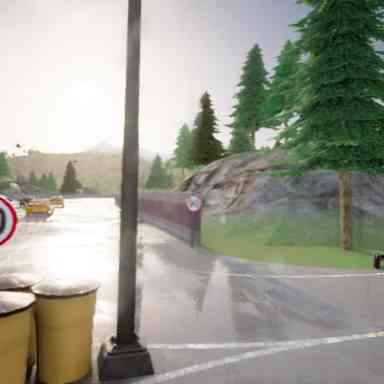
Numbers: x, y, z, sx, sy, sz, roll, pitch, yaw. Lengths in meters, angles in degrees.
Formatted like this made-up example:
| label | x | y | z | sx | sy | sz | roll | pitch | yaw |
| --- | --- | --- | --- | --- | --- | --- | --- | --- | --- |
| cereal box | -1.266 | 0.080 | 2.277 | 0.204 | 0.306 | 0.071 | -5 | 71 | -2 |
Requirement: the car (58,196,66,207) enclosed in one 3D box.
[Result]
| label | x | y | z | sx | sy | sz | roll | pitch | yaw |
| --- | --- | --- | --- | --- | --- | --- | --- | --- | --- |
| car | -19.153 | 1.322 | 47.570 | 1.882 | 1.535 | 5.008 | 2 | 0 | -17 |

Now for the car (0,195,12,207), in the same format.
| label | x | y | z | sx | sy | sz | roll | pitch | yaw |
| --- | --- | --- | --- | --- | --- | --- | --- | --- | --- |
| car | -25.406 | 1.161 | 44.073 | 1.837 | 1.490 | 4.892 | 2 | 0 | -17 |

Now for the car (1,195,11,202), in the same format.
| label | x | y | z | sx | sy | sz | roll | pitch | yaw |
| --- | --- | --- | --- | --- | --- | --- | --- | --- | --- |
| car | -16.743 | 1.273 | 28.299 | 1.837 | 1.490 | 4.892 | 2 | 0 | -18 |

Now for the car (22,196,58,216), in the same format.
| label | x | y | z | sx | sy | sz | roll | pitch | yaw |
| --- | --- | --- | --- | --- | --- | --- | --- | --- | --- |
| car | -13.660 | 1.339 | 30.155 | 1.882 | 1.535 | 5.008 | 2 | 0 | -18 |

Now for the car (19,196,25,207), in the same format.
| label | x | y | z | sx | sy | sz | roll | pitch | yaw |
| --- | --- | --- | --- | --- | --- | --- | --- | --- | --- |
| car | -22.051 | 1.255 | 45.066 | 1.837 | 1.490 | 4.892 | 2 | 0 | -17 |
